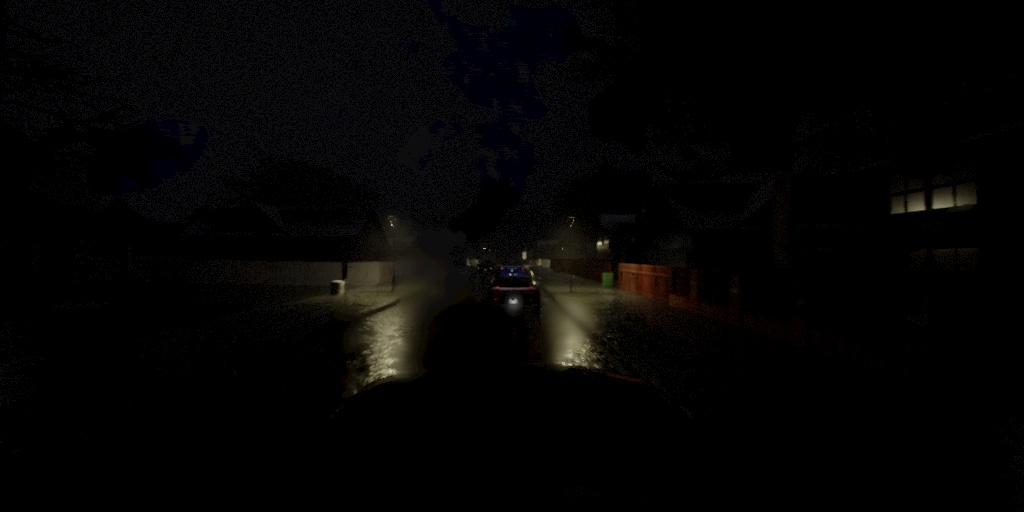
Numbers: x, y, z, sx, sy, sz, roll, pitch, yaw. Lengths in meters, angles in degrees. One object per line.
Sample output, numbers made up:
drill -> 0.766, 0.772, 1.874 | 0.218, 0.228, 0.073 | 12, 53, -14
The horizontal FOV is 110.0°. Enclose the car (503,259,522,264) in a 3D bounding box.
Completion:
car -> 0.066, 1.054, 28.800 | 2.097, 1.767, 4.553 | 0, 0, 0

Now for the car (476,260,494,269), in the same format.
car -> -2.859, 1.224, 40.504 | 1.837, 1.490, 4.892 | 0, 0, 0

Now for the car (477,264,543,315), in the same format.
car -> 0.076, 1.209, 13.393 | 2.128, 1.511, 4.902 | 0, 0, 0
